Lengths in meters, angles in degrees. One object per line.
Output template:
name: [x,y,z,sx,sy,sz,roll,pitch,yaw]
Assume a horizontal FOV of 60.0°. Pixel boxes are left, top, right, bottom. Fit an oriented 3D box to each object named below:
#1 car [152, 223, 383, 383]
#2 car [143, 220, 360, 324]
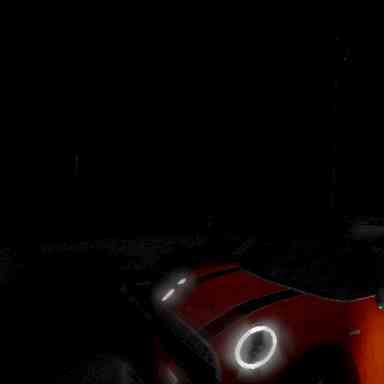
car: [1.820,1.251,4.289,4.553,1.767,2.097,0,2,-27]
car: [1.289,1.391,6.926,4.206,1.307,1.802,0,1,-28]
